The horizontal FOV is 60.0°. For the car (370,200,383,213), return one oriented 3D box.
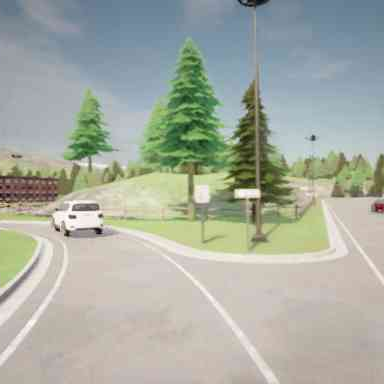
[{"bbox_3d":[22.524,1.648,39.562,1.882,1.535,5.008,-1,-1,21],"label":"car"}]

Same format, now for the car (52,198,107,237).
[{"bbox_3d":[-7.260,1.572,20.981,2.150,2.045,5.566,0,-1,-32],"label":"car"}]
